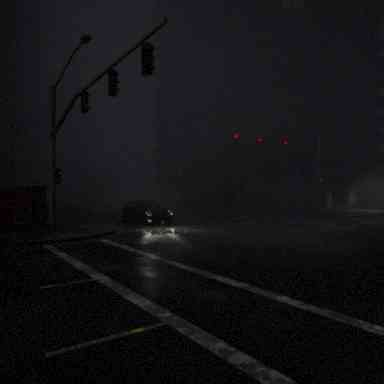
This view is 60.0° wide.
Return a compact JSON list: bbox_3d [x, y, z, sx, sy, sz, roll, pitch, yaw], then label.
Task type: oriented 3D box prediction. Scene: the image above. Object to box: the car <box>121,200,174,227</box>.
[{"bbox_3d":[-3.171,1.351,22.983,2.097,1.767,4.553,0,0,-36],"label":"car"}]
